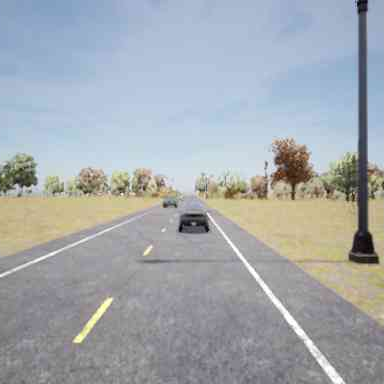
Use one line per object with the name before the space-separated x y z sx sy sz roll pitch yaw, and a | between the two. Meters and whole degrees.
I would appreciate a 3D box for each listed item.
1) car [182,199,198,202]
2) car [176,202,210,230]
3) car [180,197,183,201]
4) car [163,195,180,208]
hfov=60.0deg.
car | 0.127 1.778 42.143 2.033 1.411 5.357 0 0 0
car | 0.114 1.626 21.895 1.837 1.490 4.892 0 0 0
car | -3.438 2.098 93.125 1.895 1.301 4.718 0 0 0
car | -3.517 1.516 54.300 2.150 2.045 5.566 0 0 1
